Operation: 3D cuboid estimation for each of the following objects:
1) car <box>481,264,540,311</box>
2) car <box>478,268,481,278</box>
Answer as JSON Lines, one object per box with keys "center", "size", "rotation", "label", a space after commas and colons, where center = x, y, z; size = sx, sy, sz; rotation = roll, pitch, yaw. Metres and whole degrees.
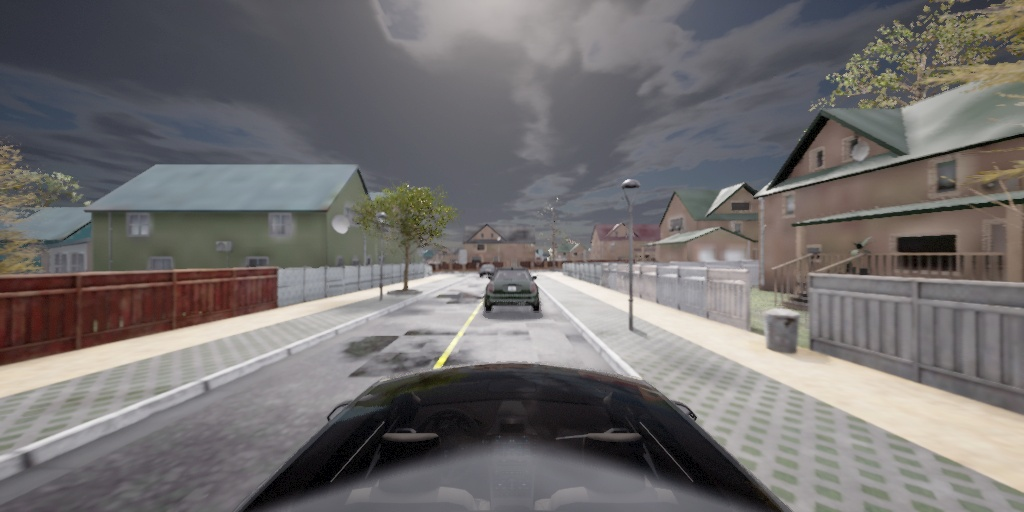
{"center": [0.016, 1.241, 15.267], "size": [2.097, 1.767, 4.553], "rotation": [0, -1, 0], "label": "car"}
{"center": [-2.769, 1.713, 41.499], "size": [1.837, 1.490, 4.892], "rotation": [0, -1, 0], "label": "car"}
